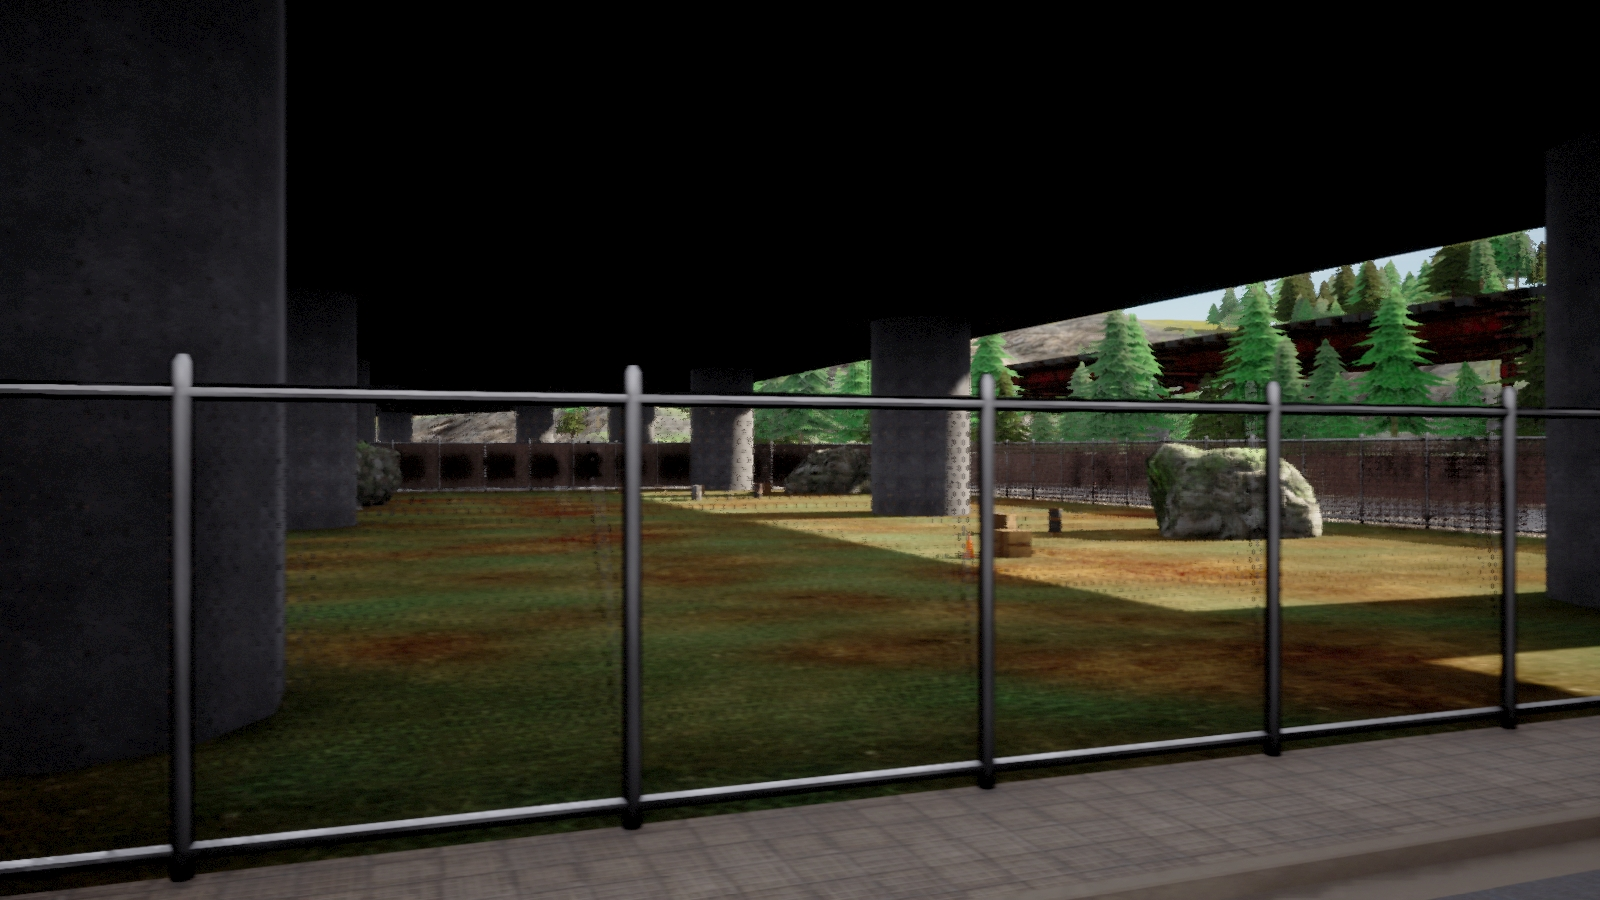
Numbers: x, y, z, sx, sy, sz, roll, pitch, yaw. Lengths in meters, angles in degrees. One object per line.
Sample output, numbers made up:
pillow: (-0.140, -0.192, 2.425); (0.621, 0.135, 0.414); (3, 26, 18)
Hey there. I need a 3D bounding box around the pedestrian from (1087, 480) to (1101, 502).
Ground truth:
pedestrian: (14.913, 2.077, 57.922); (0.500, 1.100, 0.500); (0, 0, -21)
